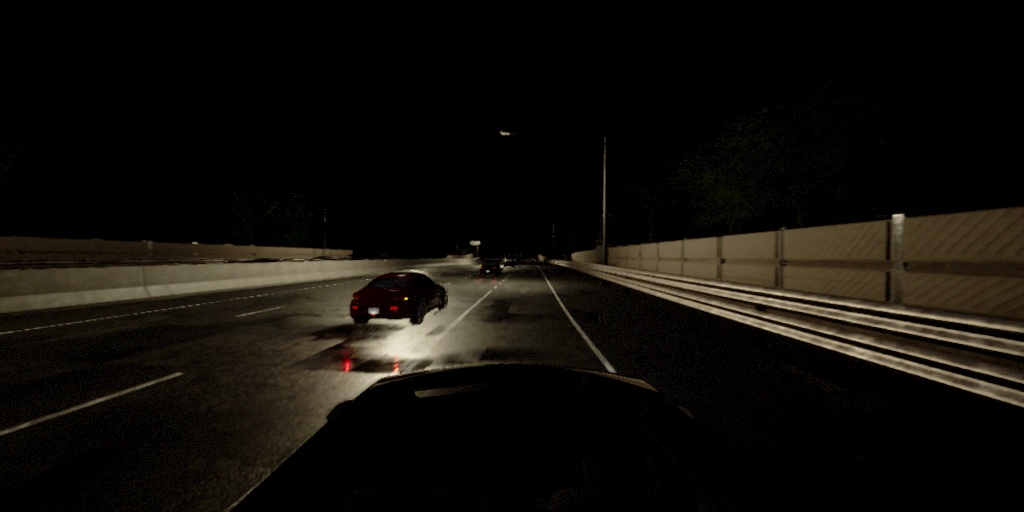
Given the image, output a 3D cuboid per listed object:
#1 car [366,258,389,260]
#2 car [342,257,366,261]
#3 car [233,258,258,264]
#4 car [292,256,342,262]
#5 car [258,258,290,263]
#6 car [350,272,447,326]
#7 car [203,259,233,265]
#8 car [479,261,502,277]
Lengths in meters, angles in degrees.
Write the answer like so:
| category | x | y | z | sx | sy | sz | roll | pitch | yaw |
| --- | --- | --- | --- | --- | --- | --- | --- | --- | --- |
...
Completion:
| category | x | y | z | sx | sy | sz | roll | pitch | yaw |
| --- | --- | --- | --- | --- | --- | --- | --- | --- | --- |
| car | -18.707 | 1.043 | 51.681 | 1.812 | 1.442 | 4.674 | 1 | 0 | 4 |
| car | -22.205 | 0.988 | 51.753 | 1.837 | 1.490 | 4.892 | 1 | 0 | 4 |
| car | -26.494 | 0.933 | 38.182 | 1.882 | 1.535 | 5.008 | 1 | 0 | 4 |
| car | -19.612 | 1.049 | 36.185 | 1.812 | 1.442 | 4.674 | 1 | 0 | 4 |
| car | -23.098 | 1.053 | 36.522 | 1.994 | 1.385 | 4.181 | 1 | 0 | 4 |
| car | -3.411 | 1.234 | 11.471 | 1.812 | 1.442 | 4.674 | 1 | 0 | 3 |
| car | -30.009 | 1.023 | 37.995 | 1.895 | 1.301 | 4.718 | 1 | 0 | 4 |
| car | -2.071 | 1.219 | 35.239 | 1.812 | 1.442 | 4.674 | 1 | 0 | 3 |
